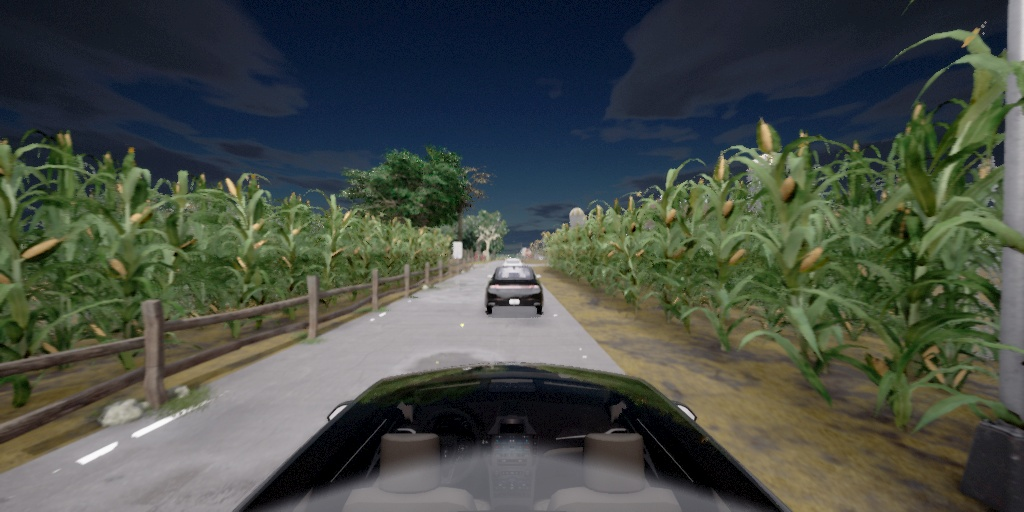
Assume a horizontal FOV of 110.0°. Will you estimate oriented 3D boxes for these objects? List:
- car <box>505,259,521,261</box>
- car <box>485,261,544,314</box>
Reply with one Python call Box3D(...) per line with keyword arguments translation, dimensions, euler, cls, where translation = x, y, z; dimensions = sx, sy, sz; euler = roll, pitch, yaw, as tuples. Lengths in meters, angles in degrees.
Box3D(translation=(0.053, 0.930, 29.202), dimensions=(1.812, 1.442, 4.674), euler=(0, 1, 0), cls="car")
Box3D(translation=(0.077, 1.094, 12.948), dimensions=(2.128, 1.511, 4.902), euler=(0, 1, 0), cls="car")
